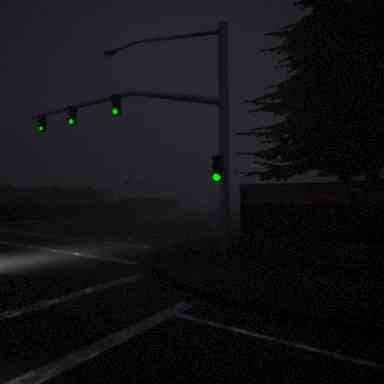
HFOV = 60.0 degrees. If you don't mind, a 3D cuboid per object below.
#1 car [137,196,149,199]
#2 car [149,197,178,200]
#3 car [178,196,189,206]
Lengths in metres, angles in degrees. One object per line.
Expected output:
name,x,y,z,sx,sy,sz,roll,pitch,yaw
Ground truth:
car,-11.568,2.166,86.147,3.806,1.475,1.970,-1,-1,35
car,-5.819,1.727,68.115,4.605,1.855,1.932,-1,-1,35
car,-2.619,1.970,72.685,3.806,1.475,1.970,-1,-1,35
